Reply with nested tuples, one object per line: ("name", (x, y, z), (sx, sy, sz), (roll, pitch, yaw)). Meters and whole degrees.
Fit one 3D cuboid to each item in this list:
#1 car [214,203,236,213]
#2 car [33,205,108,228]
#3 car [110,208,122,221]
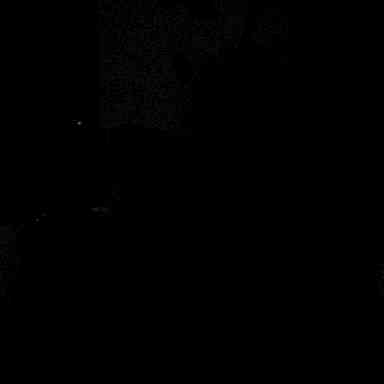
("car", (5.055, 2.278, 48.034), (2.128, 1.511, 4.902), (0, -1, 36))
("car", (-8.710, 1.718, 23.901), (1.882, 1.535, 5.008), (0, -1, 36))
("car", (-8.609, 1.869, 28.979), (2.033, 1.411, 5.357), (0, -1, 36))
